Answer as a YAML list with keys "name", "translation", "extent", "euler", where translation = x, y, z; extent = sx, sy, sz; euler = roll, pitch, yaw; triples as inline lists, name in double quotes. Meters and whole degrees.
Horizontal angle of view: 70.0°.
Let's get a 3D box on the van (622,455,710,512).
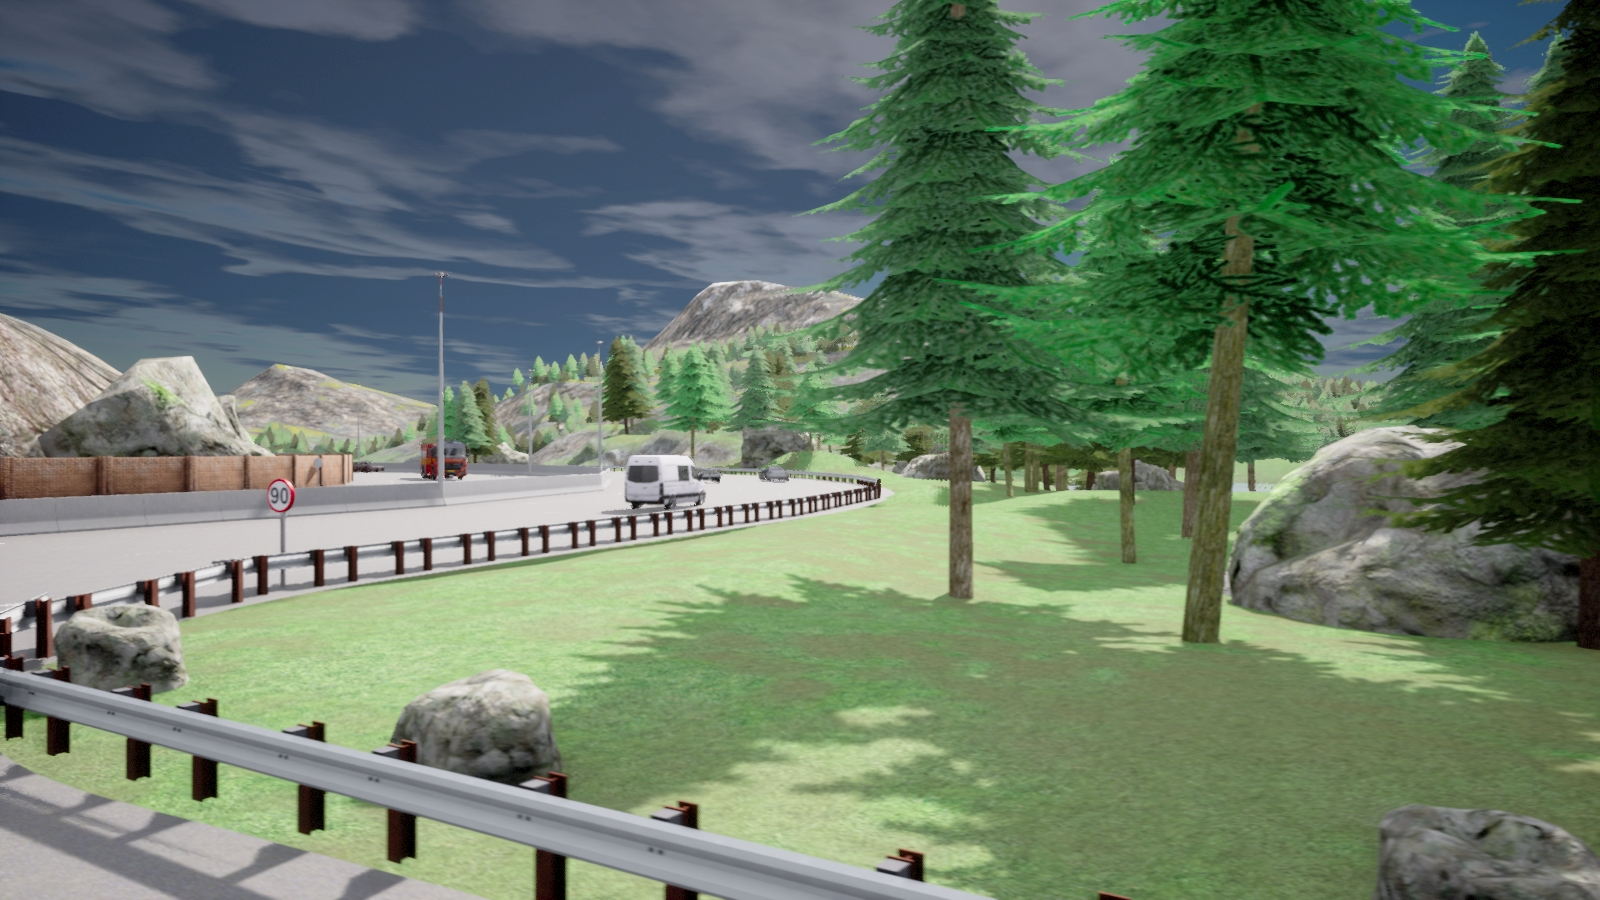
- name: "van"
  translation: [-6.392, 1.533, 55.293]
  extent: [1.988, 2.561, 5.915]
  euler: [0, 0, 17]
